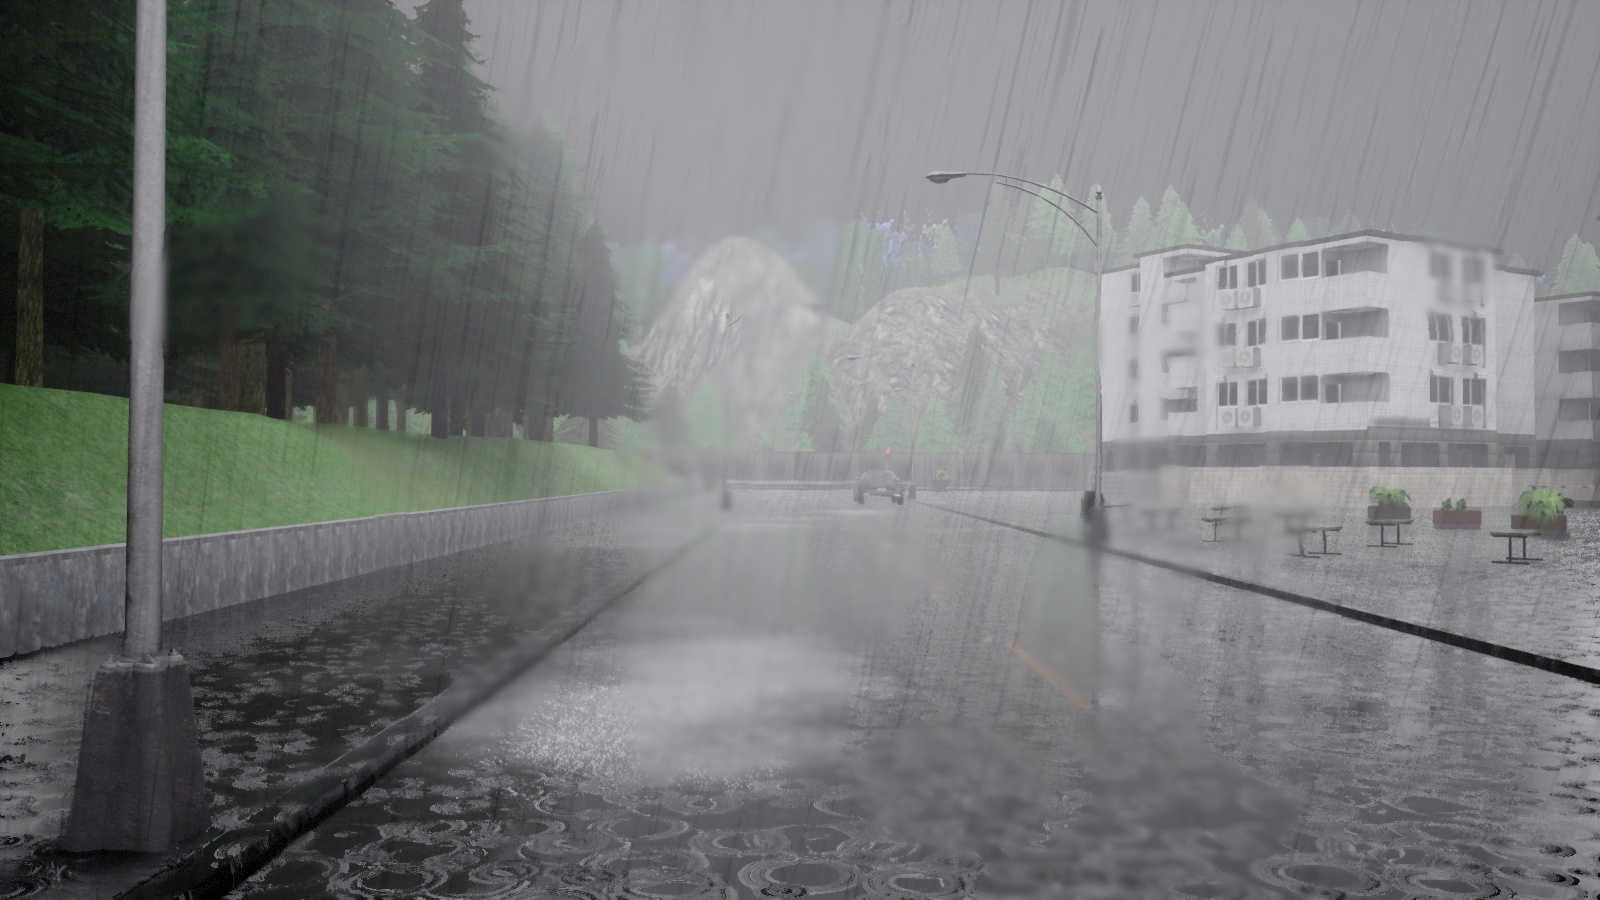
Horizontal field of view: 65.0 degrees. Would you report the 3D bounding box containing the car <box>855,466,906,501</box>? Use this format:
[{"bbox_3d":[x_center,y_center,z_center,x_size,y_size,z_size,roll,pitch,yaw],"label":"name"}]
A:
[{"bbox_3d":[3.863,1.599,60.973,2.152,1.651,5.027,0,-1,0],"label":"car"}]
